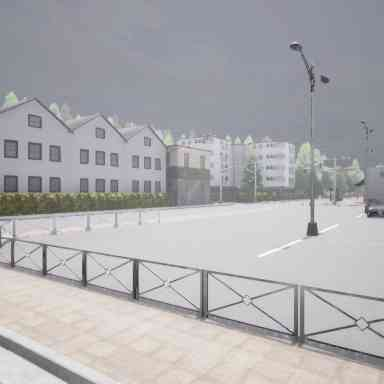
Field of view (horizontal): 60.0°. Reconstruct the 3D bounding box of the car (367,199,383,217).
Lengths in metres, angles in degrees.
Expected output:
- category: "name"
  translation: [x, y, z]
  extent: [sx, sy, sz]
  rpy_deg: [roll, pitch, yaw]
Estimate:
- category: "car"
  translation: [15.406, 1.298, 26.817]
  extent: [2.007, 1.523, 4.514]
  rpy_deg: [0, 0, 35]
